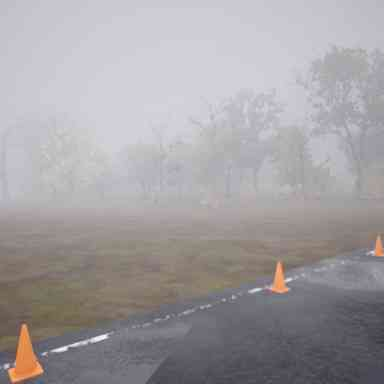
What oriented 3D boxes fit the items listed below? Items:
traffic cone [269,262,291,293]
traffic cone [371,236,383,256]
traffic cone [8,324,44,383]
[{"bbox_3d":[1.865,1.784,7.089,0.340,0.580,0.340,-2,1,-38],"label":"traffic cone"},{"bbox_3d":[5.713,1.633,10.167,0.340,0.580,0.340,-2,1,-39],"label":"traffic cone"},{"bbox_3d":[-2.062,1.936,4.111,0.340,0.580,0.340,-2,1,-36],"label":"traffic cone"}]
